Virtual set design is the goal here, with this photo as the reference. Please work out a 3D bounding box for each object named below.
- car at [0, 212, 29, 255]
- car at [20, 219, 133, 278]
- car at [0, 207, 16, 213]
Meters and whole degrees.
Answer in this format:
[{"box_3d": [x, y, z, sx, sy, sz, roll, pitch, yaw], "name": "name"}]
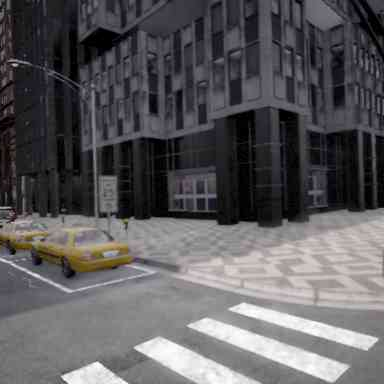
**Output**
[{"box_3d": [-7.585, 1.837, 14.830, 1.752, 1.417, 4.829, -2, 0, -43], "name": "car"}, {"box_3d": [-3.775, 1.696, 10.726, 1.752, 1.417, 4.829, -2, 0, -43], "name": "car"}, {"box_3d": [-11.287, 1.763, 18.810, 2.192, 1.841, 5.009, -2, 0, -43], "name": "car"}]
